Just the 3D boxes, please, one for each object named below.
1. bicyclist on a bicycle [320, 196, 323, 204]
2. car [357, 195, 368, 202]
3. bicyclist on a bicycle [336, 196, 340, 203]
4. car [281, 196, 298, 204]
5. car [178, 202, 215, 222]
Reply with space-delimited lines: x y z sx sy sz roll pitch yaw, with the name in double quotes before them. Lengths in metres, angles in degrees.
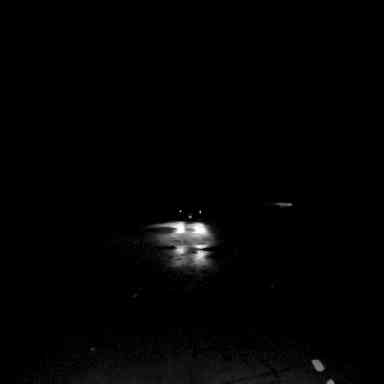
"bicyclist on a bicycle" 25.317 1.519 65.096 0.582 1.620 1.656 4 2 41
"car" 41.132 1.606 81.346 5.008 1.535 1.882 1 3 -34
"bicyclist on a bicycle" 31.271 1.577 71.503 1.509 1.612 0.866 1 2 -44
"car" 18.317 1.437 62.472 1.895 1.301 4.718 3 2 37
"car" 0.435 1.447 25.491 1.895 1.301 4.718 1 0 15
